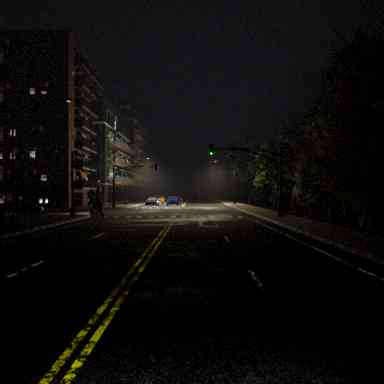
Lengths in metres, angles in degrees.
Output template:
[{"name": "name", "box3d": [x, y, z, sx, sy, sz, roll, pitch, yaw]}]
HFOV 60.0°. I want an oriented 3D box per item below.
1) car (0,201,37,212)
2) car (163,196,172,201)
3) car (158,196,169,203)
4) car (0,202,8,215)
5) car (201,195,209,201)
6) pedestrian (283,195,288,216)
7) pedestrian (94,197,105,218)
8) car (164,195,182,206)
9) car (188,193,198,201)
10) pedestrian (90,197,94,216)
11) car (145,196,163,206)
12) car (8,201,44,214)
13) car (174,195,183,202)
[{"name": "car", "box3d": [-22.662, 1.856, 43.260, 4.206, 1.307, 1.802, -1, 1, -1]}, {"name": "car", "box3d": [-6.252, 1.628, 84.507, 1.895, 1.301, 4.718, 0, 0, 0]}, {"name": "car", "box3d": [-6.284, 1.562, 74.183, 2.128, 1.511, 4.902, 0, 0, 0]}, {"name": "car", "box3d": [-22.570, 1.595, 34.609, 5.009, 1.841, 2.192, -1, 1, -1]}, {"name": "car", "box3d": [3.502, 1.541, 85.562, 1.837, 1.490, 4.892, 0, 0, 0]}, {"name": "pedestrian", "box3d": [8.052, 1.149, 28.751, 0.375, 1.860, 0.375, 0, 0, 0]}, {"name": "pedestrian", "box3d": [-7.827, 1.301, 28.100, 0.375, 1.860, 0.375, 0, 0, 0]}, {"name": "car", "box3d": [-3.176, 1.499, 55.833, 1.882, 1.535, 5.008, 0, 0, 0]}, {"name": "car", "box3d": [0.251, 1.266, 85.604, 2.150, 2.045, 5.566, 0, 0, 0]}, {"name": "pedestrian", "box3d": [-8.693, 1.302, 29.401, 0.375, 1.860, 0.375, 0, 0, 0]}, {"name": "car", "box3d": [-6.432, 1.568, 54.390, 2.033, 1.411, 5.357, 0, 0, 0]}, {"name": "car", "box3d": [-19.226, 1.727, 37.414, 4.902, 1.511, 2.128, -1, 0, 1]}, {"name": "car", "box3d": [-3.030, 1.538, 75.375, 1.837, 1.490, 4.892, 0, 0, 0]}]
